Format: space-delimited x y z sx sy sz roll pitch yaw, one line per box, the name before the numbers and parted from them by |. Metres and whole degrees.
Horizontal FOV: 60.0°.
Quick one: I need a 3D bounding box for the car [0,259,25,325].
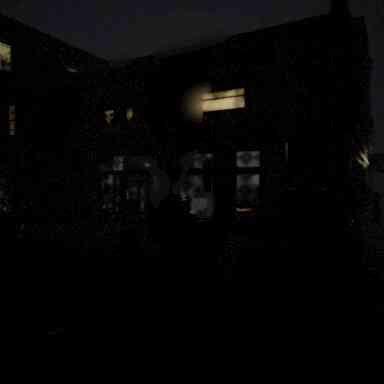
car | -4.645 1.472 5.592 4.313 1.339 1.947 1 2 31
